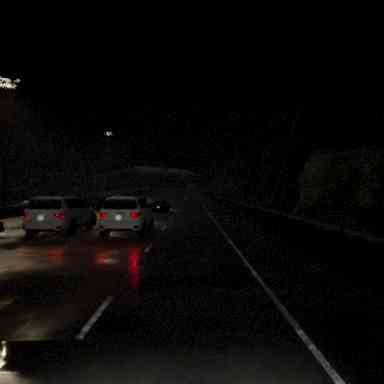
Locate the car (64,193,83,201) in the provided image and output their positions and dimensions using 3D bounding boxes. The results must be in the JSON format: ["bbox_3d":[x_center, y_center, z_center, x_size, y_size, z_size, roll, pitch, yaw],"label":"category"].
[{"bbox_3d":[-24.509,0.921,68.835,2.128,1.511,4.902,0,1,0],"label":"car"}]

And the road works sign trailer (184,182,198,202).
[{"bbox_3d":[-0.020,0.022,60.683,2.380,3.560,2.880,0,1,0],"label":"road works sign trailer"}]

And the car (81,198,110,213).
[{"bbox_3d":[-10.405,1.425,36.087,1.812,1.442,4.674,0,1,0],"label":"car"}]

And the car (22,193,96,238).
[{"bbox_3d":[-6.902,1.232,17.847,2.150,2.045,5.566,0,0,0],"label":"car"}]

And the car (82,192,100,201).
[{"bbox_3d":[-21.009,0.911,69.252,2.128,1.511,4.902,0,1,0],"label":"car"}]

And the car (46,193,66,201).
[{"bbox_3d":[-28.009,0.921,68.834,2.128,1.511,4.902,0,1,0],"label":"car"}]

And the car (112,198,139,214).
[{"bbox_3d":[-6.905,1.414,35.108,1.837,1.490,4.892,0,1,0],"label":"car"}]

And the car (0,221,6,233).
[{"bbox_3d":[-10.402,1.564,14.512,2.033,1.411,5.357,0,0,0],"label":"car"}]

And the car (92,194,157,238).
[{"bbox_3d":[-3.403,1.232,18.035,2.150,2.045,5.566,0,0,0],"label":"car"}]

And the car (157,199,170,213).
[{"bbox_3d":[-3.405,1.468,35.656,1.994,1.385,4.181,0,1,0],"label":"car"}]
